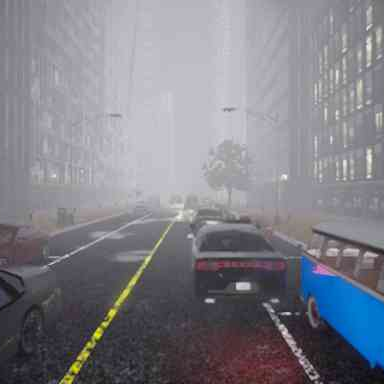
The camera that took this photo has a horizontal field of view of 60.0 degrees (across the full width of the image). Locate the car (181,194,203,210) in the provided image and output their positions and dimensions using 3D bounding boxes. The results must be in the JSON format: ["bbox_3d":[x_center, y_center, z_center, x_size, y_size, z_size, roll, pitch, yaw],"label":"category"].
[{"bbox_3d":[0.024,1.543,45.422,2.097,1.767,4.553,0,0,1],"label":"car"}]

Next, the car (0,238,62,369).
[{"bbox_3d":[-3.100,1.562,3.286,2.033,1.411,5.357,0,0,0],"label":"car"}]

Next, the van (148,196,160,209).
[{"bbox_3d":[-5.675,1.546,49.837,1.690,1.788,3.998,0,0,0],"label":"van"}]

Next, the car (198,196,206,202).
[{"bbox_3d":[2.718,1.854,89.677,1.887,1.381,4.507,0,0,0],"label":"car"}]

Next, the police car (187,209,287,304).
[{"bbox_3d":[0.903,1.462,8.421,1.930,1.638,5.238,0,0,0],"label":"police car"}]

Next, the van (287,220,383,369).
[{"bbox_3d":[2.691,1.360,4.292,1.690,1.788,3.998,0,0,0],"label":"van"}]

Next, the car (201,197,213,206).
[{"bbox_3d":[2.709,1.678,61.215,1.967,1.590,4.097,0,0,0],"label":"car"}]

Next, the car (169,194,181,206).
[{"bbox_3d":[-2.982,1.461,61.687,2.150,2.045,5.566,0,0,0],"label":"car"}]

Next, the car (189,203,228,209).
[{"bbox_3d":[0.905,1.585,18.311,1.837,1.490,4.892,0,0,0],"label":"car"}]

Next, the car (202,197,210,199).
[{"bbox_3d":[2.704,1.737,44.138,2.008,1.369,4.403,0,0,0],"label":"car"}]

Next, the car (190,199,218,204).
[{"bbox_3d":[0.907,1.562,24.501,1.801,1.575,5.366,0,0,0],"label":"car"}]

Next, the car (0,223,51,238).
[{"bbox_3d":[-5.688,1.626,9.988,1.802,1.307,4.206,0,0,0],"label":"car"}]

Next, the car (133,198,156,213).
[{"bbox_3d":[-5.679,1.716,38.451,2.008,1.369,4.403,0,0,0],"label":"car"}]

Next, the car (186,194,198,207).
[{"bbox_3d":[0.017,1.453,59.088,2.150,2.045,5.566,0,0,0],"label":"car"}]

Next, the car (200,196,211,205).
[{"bbox_3d":[2.711,1.694,66.907,1.967,1.590,4.097,0,0,0],"label":"car"}]
